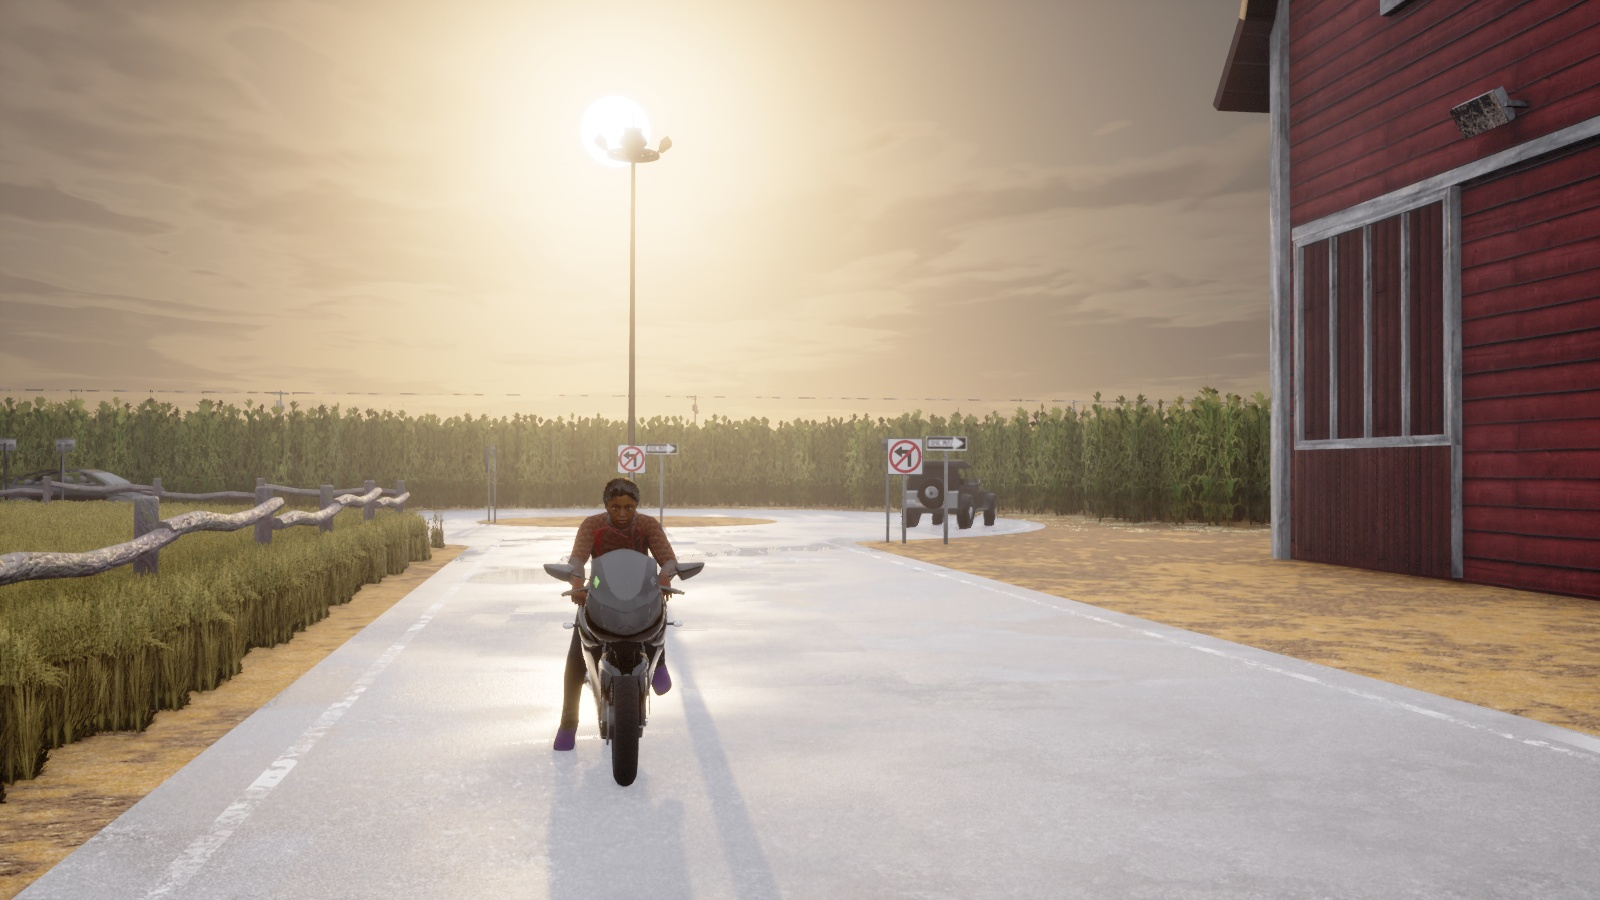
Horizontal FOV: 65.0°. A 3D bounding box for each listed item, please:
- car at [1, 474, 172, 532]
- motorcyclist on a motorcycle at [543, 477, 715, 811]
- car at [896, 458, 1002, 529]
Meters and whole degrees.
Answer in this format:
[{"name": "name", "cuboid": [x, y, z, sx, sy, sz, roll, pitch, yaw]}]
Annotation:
[{"name": "car", "cuboid": [-19.725, 1.455, 34.824, 3.705, 1.549, 1.789, 0, -1, -2]}, {"name": "motorcyclist on a motorcycle", "cuboid": [-0.978, 0.916, 6.865, 0.797, 1.523, 2.044, 0, -1, -10]}, {"name": "car", "cuboid": [4.271, 1.189, 35.577, 1.905, 1.878, 3.866, 0, -1, 24]}]
